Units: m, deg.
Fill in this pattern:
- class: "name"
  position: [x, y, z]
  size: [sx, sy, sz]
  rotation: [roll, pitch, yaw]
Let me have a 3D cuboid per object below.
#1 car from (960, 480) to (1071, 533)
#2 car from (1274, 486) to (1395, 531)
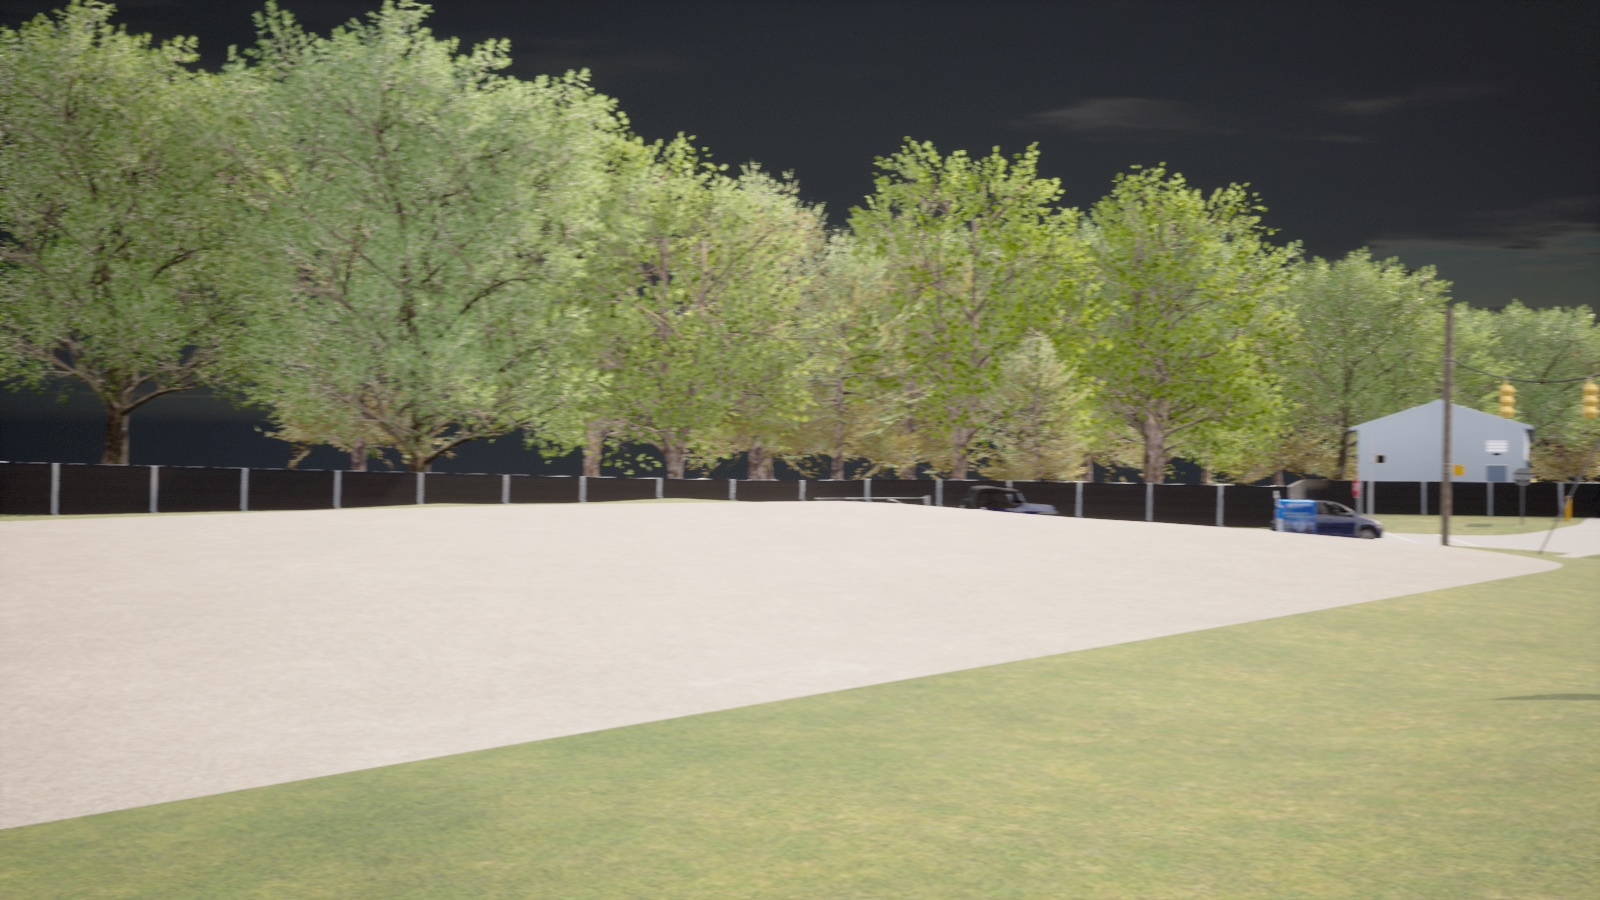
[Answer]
- class: "car"
  position: [8.381, 2.188, 49.047]
  size: [3.866, 1.878, 1.905]
  rotation: [0, 1, -7]
- class: "car"
  position: [20.821, 2.282, 49.052]
  size: [3.988, 1.617, 1.851]
  rotation: [0, 1, 7]
